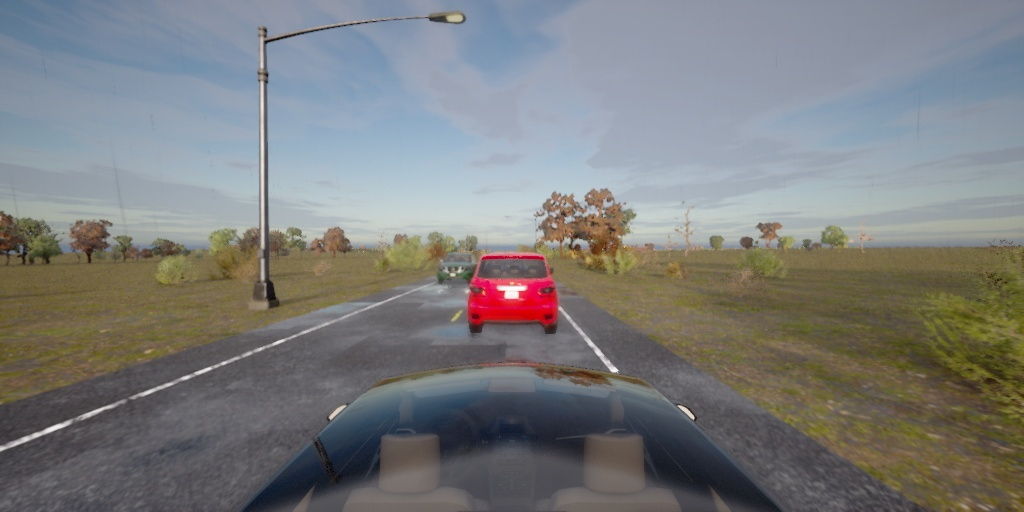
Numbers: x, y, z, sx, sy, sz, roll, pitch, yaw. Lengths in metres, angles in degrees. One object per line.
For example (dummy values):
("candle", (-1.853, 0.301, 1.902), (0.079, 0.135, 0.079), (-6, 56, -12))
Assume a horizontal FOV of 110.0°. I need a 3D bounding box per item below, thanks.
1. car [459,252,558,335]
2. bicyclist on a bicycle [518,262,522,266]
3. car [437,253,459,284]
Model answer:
("car", (0.076, 0.898, 10.445), (2.150, 2.045, 5.566), (0, 1, 2))
("bicyclist on a bicycle", (0.954, 0.807, 38.460), (0.659, 1.776, 1.843), (0, 1, 0))
("car", (-3.605, 0.775, 24.627), (2.150, 2.045, 5.566), (0, 0, 0))
